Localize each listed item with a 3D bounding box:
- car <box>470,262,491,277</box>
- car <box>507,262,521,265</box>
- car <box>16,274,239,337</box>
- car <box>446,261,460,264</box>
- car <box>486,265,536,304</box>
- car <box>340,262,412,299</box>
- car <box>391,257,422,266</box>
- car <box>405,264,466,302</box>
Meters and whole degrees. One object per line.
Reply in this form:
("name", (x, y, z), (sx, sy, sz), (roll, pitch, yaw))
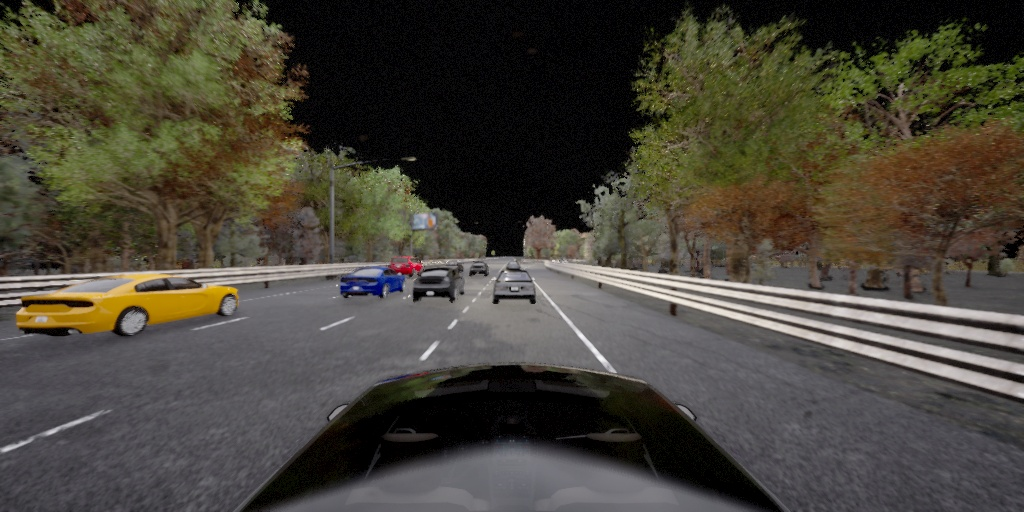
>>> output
("car", (-3.389, 1.367, 38.073), (1.837, 1.490, 4.892), (0, 0, 0))
("car", (0.251, 1.462, 50.646), (1.994, 1.385, 4.181), (0, 0, 2))
("car", (-10.399, 1.255, 10.399), (1.882, 1.535, 5.008), (0, 0, 0))
("car", (-6.886, 1.367, 42.768), (2.128, 1.511, 4.902), (0, 0, 0))
("car", (0.105, 1.343, 16.740), (2.033, 1.411, 5.357), (0, 0, 0))
("car", (-6.896, 1.278, 18.331), (1.882, 1.535, 5.008), (0, 0, 0))
("car", (-10.388, 1.076, 35.506), (2.150, 2.045, 5.566), (0, 0, 0))
("car", (-3.395, 1.303, 17.306), (1.837, 1.490, 4.892), (0, 0, 0))
